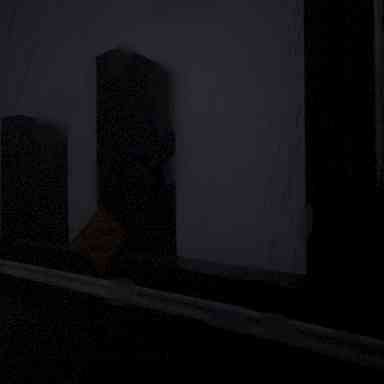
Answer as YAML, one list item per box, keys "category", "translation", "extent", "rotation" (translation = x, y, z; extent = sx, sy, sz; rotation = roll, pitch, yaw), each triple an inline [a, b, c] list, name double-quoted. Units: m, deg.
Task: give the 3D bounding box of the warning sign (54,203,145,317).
- category: "warning sign"
  translation: [-1.744, 1.160, 6.380]
  extent: [1.060, 1.860, 1.300]
  rotation: [-1, 0, 34]
